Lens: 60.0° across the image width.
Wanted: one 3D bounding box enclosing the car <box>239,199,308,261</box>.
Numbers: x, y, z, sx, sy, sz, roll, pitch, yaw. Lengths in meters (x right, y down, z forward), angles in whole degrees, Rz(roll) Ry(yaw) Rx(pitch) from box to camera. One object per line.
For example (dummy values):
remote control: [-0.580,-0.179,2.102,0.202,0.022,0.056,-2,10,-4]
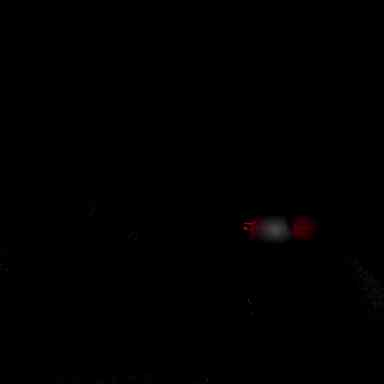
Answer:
car: [3.023,1.293,12.877,2.150,2.045,5.566,1,0,10]
